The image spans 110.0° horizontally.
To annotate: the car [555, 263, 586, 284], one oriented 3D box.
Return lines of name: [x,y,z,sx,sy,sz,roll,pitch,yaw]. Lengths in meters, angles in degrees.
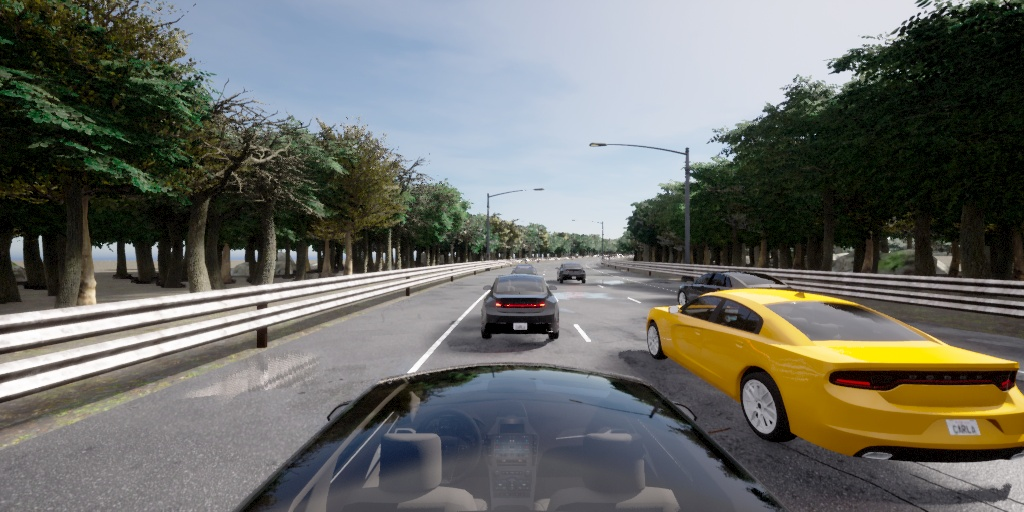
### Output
car: [4.459,1.257,27.356,1.837,1.490,4.892,0,0,3]

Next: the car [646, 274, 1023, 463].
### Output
car: [3.652,1.227,5.363,1.882,1.535,5.008,0,0,0]

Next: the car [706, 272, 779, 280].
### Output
car: [7.268,1.255,11.991,1.837,1.490,4.892,0,0,2]

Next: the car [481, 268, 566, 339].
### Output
car: [0.225,1.255,10.065,1.837,1.490,4.892,0,0,1]

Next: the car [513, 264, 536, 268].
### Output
car: [0.961,1.317,27.489,1.994,1.385,4.181,0,0,3]
